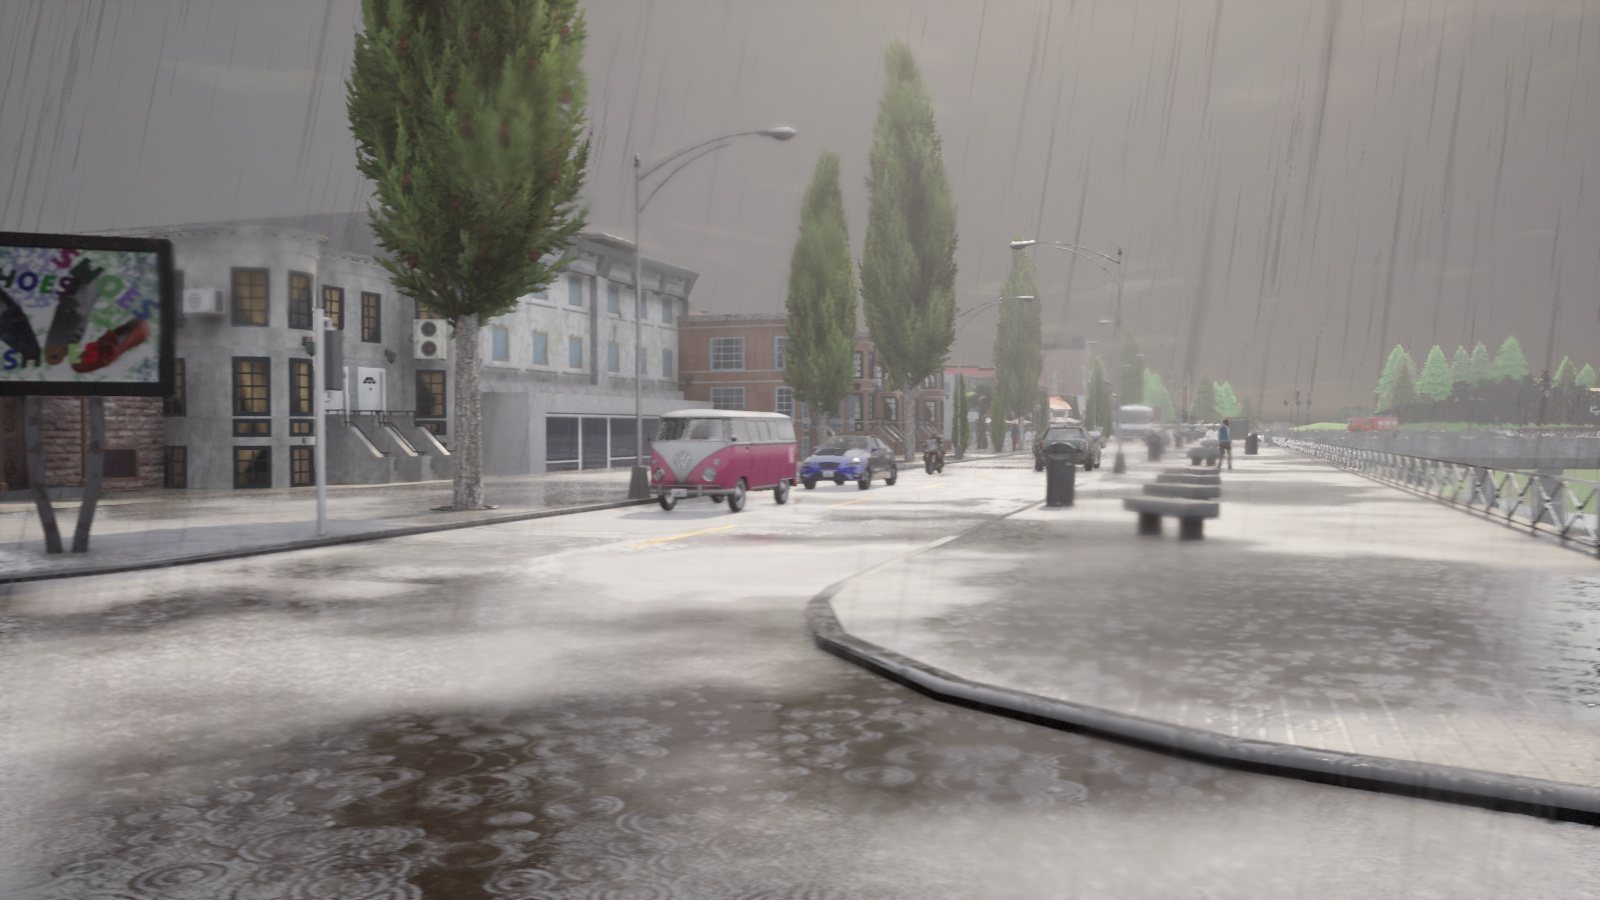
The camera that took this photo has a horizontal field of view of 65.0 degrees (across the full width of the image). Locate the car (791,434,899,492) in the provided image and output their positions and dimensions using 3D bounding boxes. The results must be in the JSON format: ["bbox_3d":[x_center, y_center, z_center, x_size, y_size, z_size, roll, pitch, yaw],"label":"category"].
[{"bbox_3d":[1.311,0.296,34.260,1.816,1.474,4.193,1,1,19],"label":"car"}]

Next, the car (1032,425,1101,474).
[{"bbox_3d":[10.365,-0.055,48.646,2.097,1.767,4.553,1,1,19],"label":"car"}]

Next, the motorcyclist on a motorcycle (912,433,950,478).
[{"bbox_3d":[4.635,0.172,44.160,0.866,1.530,2.191,1,1,19],"label":"motorcyclist on a motorcycle"}]

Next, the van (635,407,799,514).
[{"bbox_3d":[-1.577,0.163,25.637,1.775,1.987,4.442,1,1,19],"label":"van"}]

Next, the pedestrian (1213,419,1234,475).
[{"bbox_3d":[14.678,-0.105,43.523,0.692,1.930,0.396,-1,1,-39],"label":"pedestrian"}]
